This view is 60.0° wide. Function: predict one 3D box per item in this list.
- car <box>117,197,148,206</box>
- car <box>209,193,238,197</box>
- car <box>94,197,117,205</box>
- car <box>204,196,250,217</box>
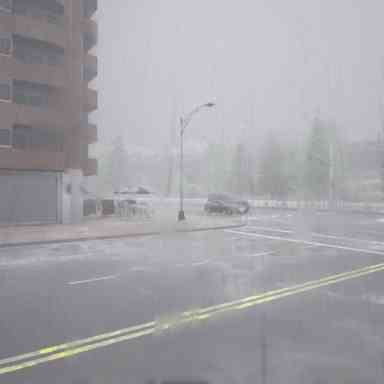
[{"bbox_3d":[-7.936,1.470,45.994,1.812,1.442,4.674,0,0,-44],"label":"car"},{"bbox_3d":[3.818,1.166,36.175,2.150,2.045,5.566,0,0,-35],"label":"car"},{"bbox_3d":[-14.003,1.492,54.655,5.357,1.411,2.033,0,0,25],"label":"car"},{"bbox_3d":[3.049,1.436,31.062,2.128,1.511,4.902,0,0,-34],"label":"car"}]
